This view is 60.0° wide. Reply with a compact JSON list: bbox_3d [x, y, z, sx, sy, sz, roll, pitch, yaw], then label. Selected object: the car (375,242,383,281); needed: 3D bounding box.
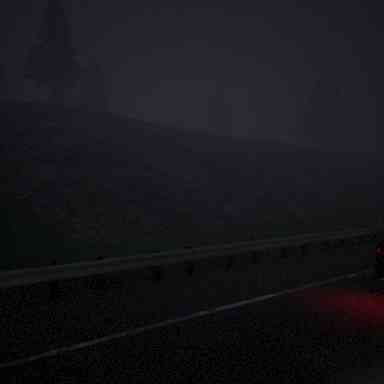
[{"bbox_3d":[6.456,1.457,8.043,5.008,1.535,1.882,0,0,-33],"label":"car"}]
